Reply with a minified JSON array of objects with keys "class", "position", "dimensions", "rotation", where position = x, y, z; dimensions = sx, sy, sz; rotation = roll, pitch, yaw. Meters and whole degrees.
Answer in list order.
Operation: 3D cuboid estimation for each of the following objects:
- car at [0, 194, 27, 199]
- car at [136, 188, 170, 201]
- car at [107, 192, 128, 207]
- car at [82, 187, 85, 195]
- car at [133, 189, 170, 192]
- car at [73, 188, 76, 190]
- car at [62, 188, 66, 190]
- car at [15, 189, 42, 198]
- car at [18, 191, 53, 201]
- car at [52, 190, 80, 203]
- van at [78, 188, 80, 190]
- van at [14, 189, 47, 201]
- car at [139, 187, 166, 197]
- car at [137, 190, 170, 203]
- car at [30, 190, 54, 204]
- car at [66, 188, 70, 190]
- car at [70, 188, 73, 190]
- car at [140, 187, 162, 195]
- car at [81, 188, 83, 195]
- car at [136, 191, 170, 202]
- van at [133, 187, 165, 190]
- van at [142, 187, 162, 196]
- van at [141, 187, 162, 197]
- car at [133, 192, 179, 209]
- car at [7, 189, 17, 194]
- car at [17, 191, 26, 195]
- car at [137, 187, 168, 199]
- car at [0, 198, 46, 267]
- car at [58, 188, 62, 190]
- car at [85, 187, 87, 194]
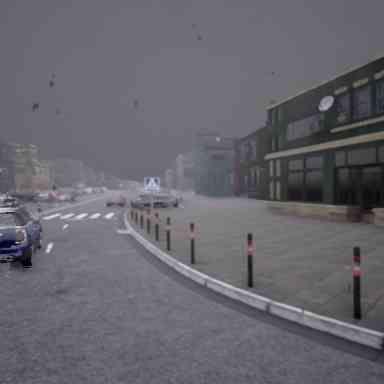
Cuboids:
[{"class":"car","position":[-15.689,1.230,27.160],"dimensions":[1.837,1.490,4.892],"rotation":[0,1,-4]},{"class":"car","position":[-6.537,0.328,55.880],"dimensions":[5.566,2.045,2.435],"rotation":[0,1,-7]},{"class":"car","position":[-9.229,1.018,40.704],"dimensions":[1.994,1.385,4.181],"rotation":[0,1,-8]},{"class":"car","position":[-30.893,0.116,85.104],"dimensions":[5.366,1.575,1.946],"rotation":[0,1,-7]},{"class":"car","position":[-4.394,0.805,39.344],"dimensions":[4.553,1.767,2.185],"rotation":[0,1,-7]},{"class":"car","position":[-29.280,0.318,74.194],"dimensions":[4.892,1.521,2.231],"rotation":[0,1,-7]},{"class":"car","position":[-28.189,0.351,65.994],"dimensions":[4.553,1.767,2.185],"rotation":[0,1,-7]},{"class":"car","position":[-26.256,0.760,52.348],"dimensions":[5.366,1.575,1.946],"rotation":[0,1,-7]},{"class":"car","position":[-27.157,0.647,57.791],"dimensions":[5.008,1.535,2.097],"rotation":[0,1,-7]},{"class":"car","position":[-18.247,0.819,48.466],"dimensions":[2.128,1.511,4.902],"rotation":[0,1,-7]},{"class":"van","position":[-29.898,-0.014,79.793],"dimensions":[4.442,1.987,1.878],"rotation":[0,1,-7]},{"class":"van","position":[-26.681,0.479,55.068],"dimensions":[4.442,1.987,1.878],"rotation":[0,1,-7]},{"class":"car","position":[-8.320,0.031,69.658],"dimensions":[5.566,2.045,2.435],"rotation":[0,1,-7]},{"class":"car","position":[-5.465,0.637,47.617],"dimensions":[4.553,1.767,2.185],"rotation":[0,1,-7]},{"class":"car","position":[-21.212,0.879,48.008],"dimensions":[1.812,1.442,4.674],"rotation":[0,1,-7]},{"class":"car","position":[-28.569,0.423,68.727],"dimensions":[4.892,1.521,2.231],"rotation":[0,1,-7]},{"class":"car","position":[-28.924,0.369,71.461],"dimensions":[4.892,1.521,2.231],"rotation":[0,1,-7]},{"class":"car","position":[-10.515,-0.289,86.186],"dimensions":[5.566,2.045,2.435],"rotation":[0,1,-7]},{"class":"car","position":[-30.351,0.205,82.394],"dimensions":[4.674,1.452,2.002],"rotation":[0,1,-7]},{"class":"car","position":[-5.873,0.699,50.495],"dimensions":[5.008,1.535,2.097],"rotation":[0,1,-7]},{"class":"van","position":[-4.915,0.653,42.206],"dimensions":[4.442,1.987,1.878],"rotation":[0,1,-7]},{"class":"van","position":[-8.945,-0.055,75.181],"dimensions":[4.442,1.987,1.878],"rotation":[0,1,-7]},{"class":"van","position":[-8.820,0.001,72.397],"dimensions":[4.442,1.987,1.878],"rotation":[0,1,-7]},{"class":"car","position":[-3.757,1.050,33.949],"dimensions":[4.792,1.488,2.163],"rotation":[0,1,-7]},{"class":"car","position":[-24.986,0.872,41.387],"dimensions":[4.553,1.767,2.185],"rotation":[0,1,-7]},{"class":"car","position":[-25.379,0.943,44.124],"dimensions":[4.892,1.521,2.231],"rotation":[0,1,-7]},{"class":"car","position":[-7.323,0.204,61.509],"dimensions":[5.566,2.045,2.435],"rotation":[0,1,-7]},{"class":"car","position":[-6.166,1.270,10.816],"dimensions":[2.097,1.767,4.553],"rotation":[-1,1,-20]},{"class":"car","position":[-27.895,0.407,63.252],"dimensions":[4.553,1.767,2.185],"rotation":[0,1,-7]},{"class":"car","position":[-31.059,0.071,87.861],"dimensions":[4.892,1.521,2.231],"rotation":[0,1,-7]}]
